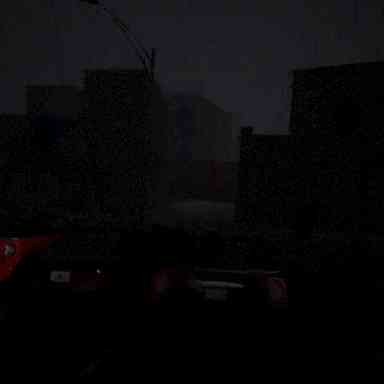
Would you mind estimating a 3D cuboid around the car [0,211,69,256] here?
[{"bbox_3d":[-4.362,1.377,9.449,2.185,1.767,4.553,0,-1,11],"label":"car"}]

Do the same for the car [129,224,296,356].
[{"bbox_3d":[0.708,1.404,6.430,2.185,1.767,4.553,0,-1,11],"label":"car"}]

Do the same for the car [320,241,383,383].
[{"bbox_3d":[3.253,1.543,4.952,2.097,1.535,5.008,1,-1,11],"label":"car"}]

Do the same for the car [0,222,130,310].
[{"bbox_3d":[-1.817,1.547,7.996,2.163,1.488,4.792,0,-1,11],"label":"car"}]
